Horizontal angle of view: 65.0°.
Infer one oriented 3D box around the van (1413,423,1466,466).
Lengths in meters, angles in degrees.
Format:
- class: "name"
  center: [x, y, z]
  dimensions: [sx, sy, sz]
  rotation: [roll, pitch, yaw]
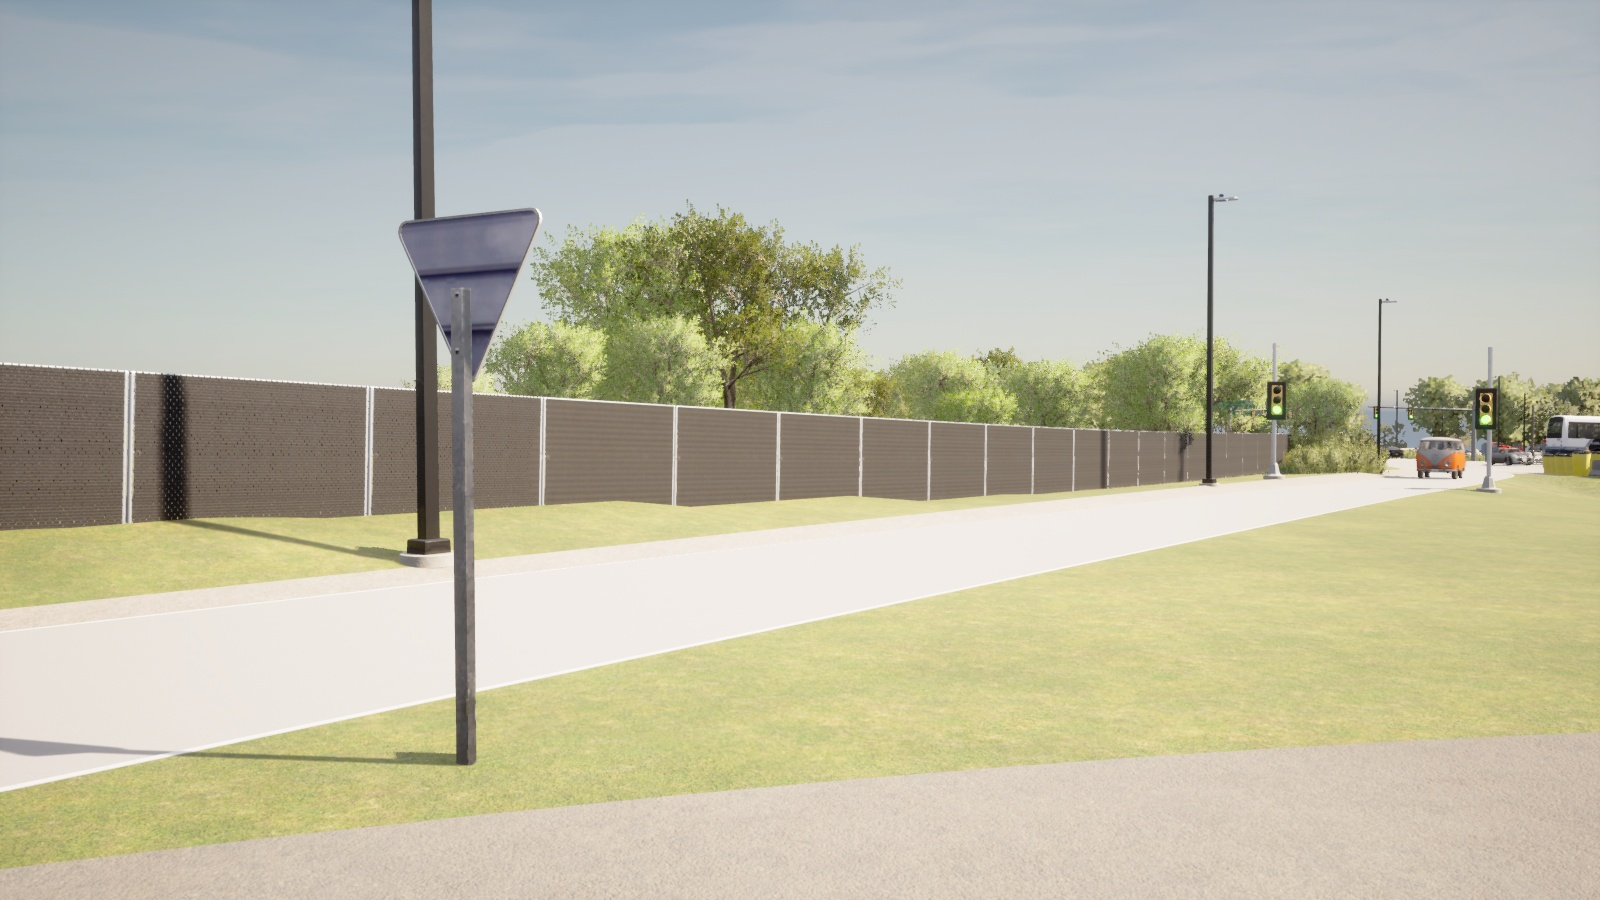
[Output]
- class: "van"
  center: [30.596, -0.279, 59.999]
  dimensions: [1.775, 1.987, 4.442]
  rotation: [0, 0, 33]
